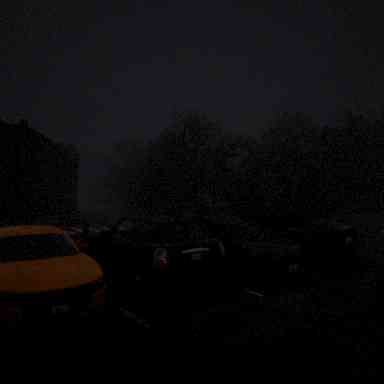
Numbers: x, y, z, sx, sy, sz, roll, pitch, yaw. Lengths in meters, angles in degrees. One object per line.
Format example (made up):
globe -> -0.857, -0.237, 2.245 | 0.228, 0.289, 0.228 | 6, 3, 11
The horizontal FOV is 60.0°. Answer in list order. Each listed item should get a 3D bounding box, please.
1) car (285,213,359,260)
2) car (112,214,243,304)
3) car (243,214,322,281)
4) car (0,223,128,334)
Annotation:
car -> 3.355, 1.487, 11.879 | 2.163, 1.488, 4.792 | 0, 0, -36
car -> -1.144, 1.354, 8.594 | 2.185, 1.767, 4.553 | 0, 0, -36
car -> 1.123, 1.498, 10.214 | 2.163, 1.488, 4.792 | 0, 0, -36
car -> -3.427, 1.483, 7.009 | 2.097, 1.535, 5.008 | 0, 0, -36
